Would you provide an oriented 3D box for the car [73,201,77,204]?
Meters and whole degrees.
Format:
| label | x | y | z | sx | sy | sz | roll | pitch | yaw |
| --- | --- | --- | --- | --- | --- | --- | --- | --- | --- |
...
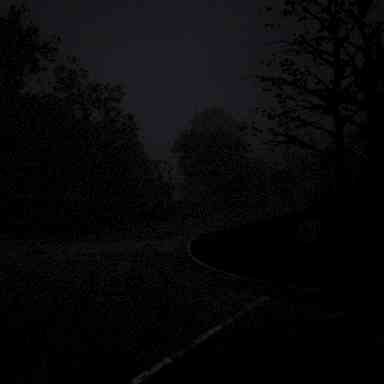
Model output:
| label | x | y | z | sx | sy | sz | roll | pitch | yaw |
| --- | --- | --- | --- | --- | --- | --- | --- | --- | --- |
| car | -20.372 | 1.305 | 52.230 | 1.882 | 1.535 | 5.008 | -4 | -1 | 35 |
